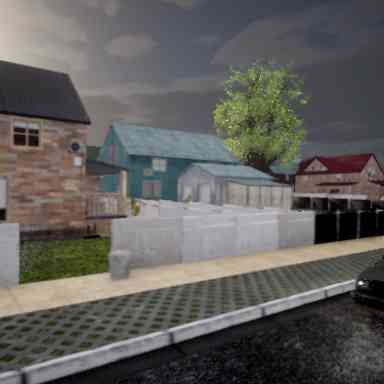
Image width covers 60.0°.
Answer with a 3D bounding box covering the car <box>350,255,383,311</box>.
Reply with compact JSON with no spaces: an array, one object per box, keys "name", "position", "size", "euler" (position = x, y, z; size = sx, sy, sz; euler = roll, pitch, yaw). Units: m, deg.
[{"name":"car","position":[5.592,1.639,7.057],"size":[5.357,1.411,2.033],"euler":[1,0,-35]}]
